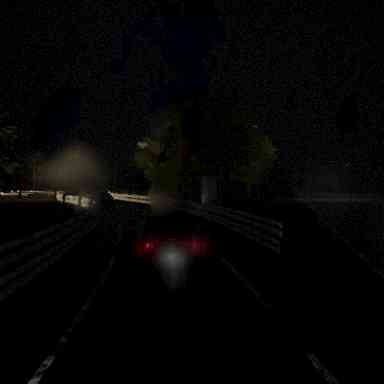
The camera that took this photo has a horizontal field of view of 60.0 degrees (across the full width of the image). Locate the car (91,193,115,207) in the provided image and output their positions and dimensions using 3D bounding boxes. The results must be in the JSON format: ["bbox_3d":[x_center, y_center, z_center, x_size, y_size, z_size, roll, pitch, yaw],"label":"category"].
[{"bbox_3d":[-11.397,0.845,42.181,2.097,1.767,4.553,0,1,-29],"label":"car"}]

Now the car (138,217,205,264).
[{"bbox_3d":[-0.860,1.514,11.536,1.895,1.301,4.718,0,1,-8],"label":"car"}]
